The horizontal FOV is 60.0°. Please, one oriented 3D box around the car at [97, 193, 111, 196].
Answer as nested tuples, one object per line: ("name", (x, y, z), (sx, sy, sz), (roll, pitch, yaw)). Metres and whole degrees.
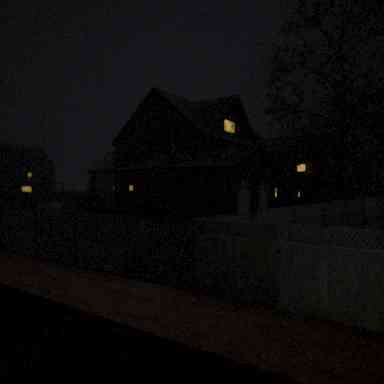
("car", (-10.808, 0.820, 40.982), (1.994, 1.385, 4.181), (1, 2, 35))
